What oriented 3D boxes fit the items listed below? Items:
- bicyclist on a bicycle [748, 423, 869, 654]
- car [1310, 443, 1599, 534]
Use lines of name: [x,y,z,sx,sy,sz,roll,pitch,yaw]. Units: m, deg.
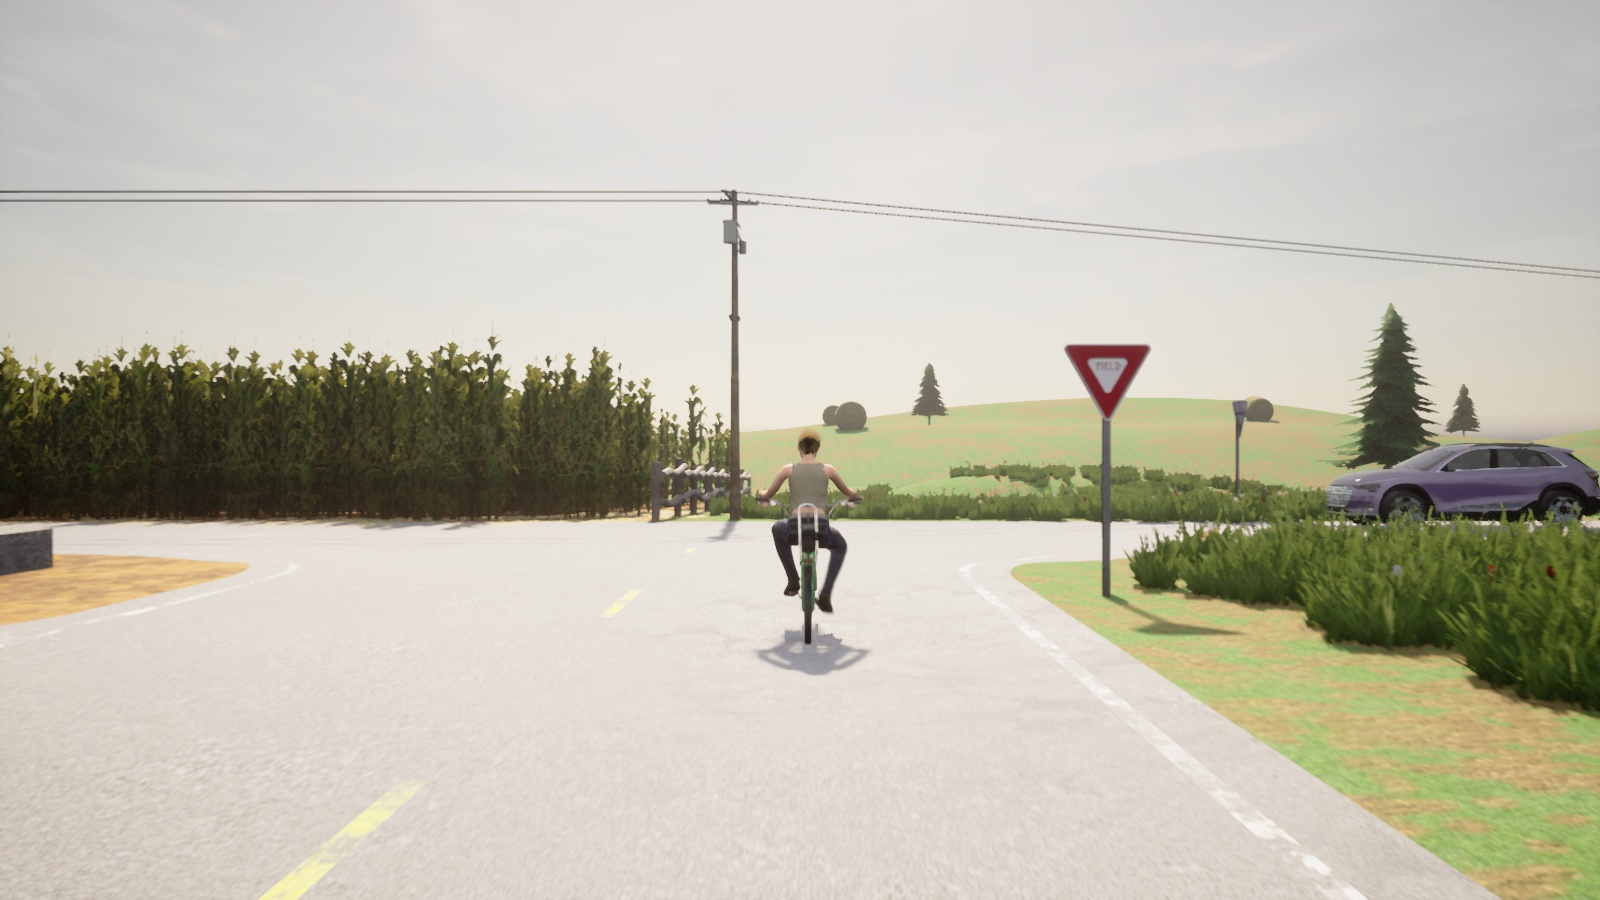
bicyclist on a bicycle: [0.065,0.624,9.811,0.866,1.612,1.509,0,4,1]
car: [12.525,0.692,23.856,4.856,1.649,2.033,0,0,0]
